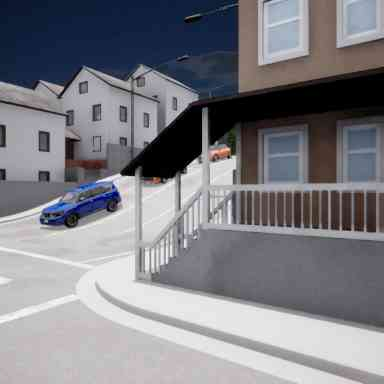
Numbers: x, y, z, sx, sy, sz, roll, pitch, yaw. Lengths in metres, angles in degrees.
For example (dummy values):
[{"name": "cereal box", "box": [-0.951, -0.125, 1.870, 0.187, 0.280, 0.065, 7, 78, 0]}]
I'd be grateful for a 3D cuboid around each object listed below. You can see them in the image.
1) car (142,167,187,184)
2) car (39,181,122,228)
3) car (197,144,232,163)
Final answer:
[{"name": "car", "box": [-2.429, -2.002, 28.712, 2.097, 1.767, 4.553, 0, 18, 35]}, {"name": "car", "box": [-7.147, 0.727, 21.784, 2.150, 2.045, 5.566, 0, 14, 34]}, {"name": "car", "box": [2.378, -4.222, 35.659, 2.097, 1.767, 4.553, 0, 11, 35]}]
